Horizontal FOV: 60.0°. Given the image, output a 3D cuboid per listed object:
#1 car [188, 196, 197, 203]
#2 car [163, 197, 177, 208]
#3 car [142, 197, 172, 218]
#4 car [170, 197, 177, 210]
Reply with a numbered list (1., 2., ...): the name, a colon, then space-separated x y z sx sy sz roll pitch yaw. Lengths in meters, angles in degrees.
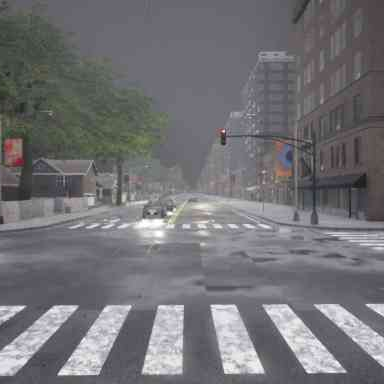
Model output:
1. car: 0.195 1.538 70.202 2.128 1.511 4.902 0 0 0
2. car: -3.266 1.548 49.765 1.812 1.442 4.674 0 0 0
3. car: -3.303 1.500 30.073 2.128 1.511 4.902 0 0 0
4. car: -3.286 1.367 39.807 2.097 1.767 4.553 0 0 0
